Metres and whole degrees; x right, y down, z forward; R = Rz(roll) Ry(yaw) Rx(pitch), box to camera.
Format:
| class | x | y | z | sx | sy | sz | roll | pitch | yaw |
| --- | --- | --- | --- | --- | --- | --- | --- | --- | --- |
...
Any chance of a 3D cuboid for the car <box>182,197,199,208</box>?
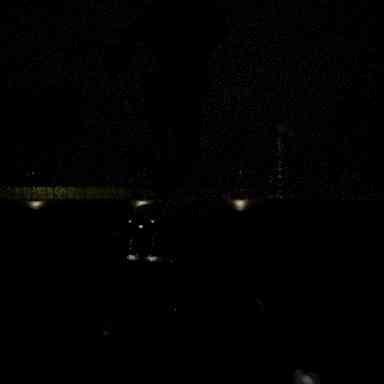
| class | x | y | z | sx | sy | sz | roll | pitch | yaw |
| --- | --- | --- | --- | --- | --- | --- | --- | --- | --- |
| car | 0.010 | 1.474 | 47.371 | 1.882 | 1.535 | 5.008 | 0 | 0 | 0 |

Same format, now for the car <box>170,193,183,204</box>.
| class | x | y | z | sx | sy | sz | roll | pitch | yaw |
| --- | --- | --- | --- | --- | --- | --- | --- | --- | --- |
| car | -2.791 | 1.207 | 62.266 | 2.150 | 2.045 | 5.566 | 0 | 0 | 1 |

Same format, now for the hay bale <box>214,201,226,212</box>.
| class | x | y | z | sx | sy | sz | roll | pitch | yaw |
| --- | --- | --- | --- | --- | --- | --- | --- | --- | --- |
| hay bale | 3.124 | 1.656 | 37.640 | 1.220 | 1.180 | 1.240 | 1 | 1 | 0 |

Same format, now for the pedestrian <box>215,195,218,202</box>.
| class | x | y | z | sx | sy | sz | roll | pitch | yaw |
| --- | --- | --- | --- | --- | --- | --- | --- | --- | --- |
| pedestrian | 2.815 | 1.290 | 38.732 | 0.375 | 1.860 | 0.375 | -1 | 1 | 0 |

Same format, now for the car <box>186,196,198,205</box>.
| class | x | y | z | sx | sy | sz | roll | pitch | yaw |
| --- | --- | --- | --- | --- | --- | --- | --- | --- | --- |
| car | -0.013 | 1.535 | 58.553 | 2.033 | 1.411 | 5.357 | 0 | 0 | 0 |

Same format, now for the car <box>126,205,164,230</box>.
| class | x | y | z | sx | sy | sz | roll | pitch | yaw |
| --- | --- | --- | --- | --- | --- | --- | --- | --- | --- |
| car | -2.856 | 1.551 | 21.243 | 2.033 | 1.411 | 5.357 | 0 | 0 | 0 |
